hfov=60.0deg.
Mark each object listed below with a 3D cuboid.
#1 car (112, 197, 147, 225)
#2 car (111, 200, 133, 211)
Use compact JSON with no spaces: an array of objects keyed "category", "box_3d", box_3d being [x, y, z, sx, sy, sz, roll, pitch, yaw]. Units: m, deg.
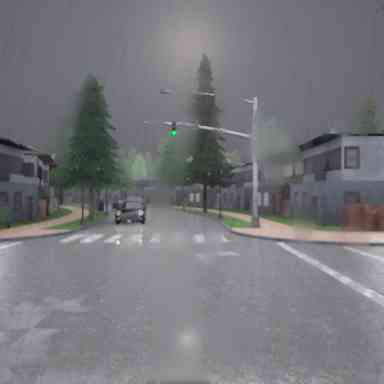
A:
[{"category":"car","box_3d":[-4.633,1.492,25.677,2.097,1.767,4.553,0,0,-6]},{"category":"car","box_3d":[-9.835,1.829,46.384,2.033,1.411,5.357,0,0,-24]}]
